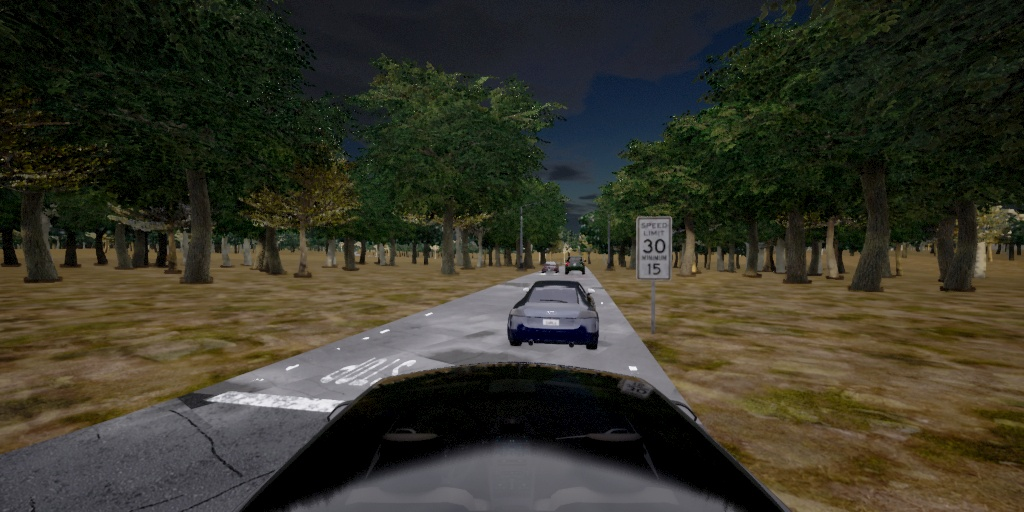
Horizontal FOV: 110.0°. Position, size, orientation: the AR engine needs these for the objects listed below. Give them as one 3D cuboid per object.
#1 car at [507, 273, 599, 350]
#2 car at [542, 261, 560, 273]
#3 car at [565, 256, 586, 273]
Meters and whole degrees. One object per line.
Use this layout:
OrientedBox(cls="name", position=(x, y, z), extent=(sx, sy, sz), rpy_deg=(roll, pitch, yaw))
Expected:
OrientedBox(cls="car", position=(1.163, 1.309, 9.210), extent=(1.994, 1.385, 4.181), rpy_deg=(0, 0, 11))
OrientedBox(cls="car", position=(4.801, 1.372, 44.372), extent=(1.812, 1.442, 4.674), rpy_deg=(0, 0, 11))
OrientedBox(cls="car", position=(7.243, 1.046, 40.959), extent=(2.150, 2.045, 5.566), rpy_deg=(0, 0, 12))
